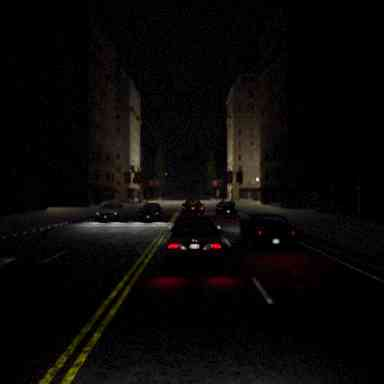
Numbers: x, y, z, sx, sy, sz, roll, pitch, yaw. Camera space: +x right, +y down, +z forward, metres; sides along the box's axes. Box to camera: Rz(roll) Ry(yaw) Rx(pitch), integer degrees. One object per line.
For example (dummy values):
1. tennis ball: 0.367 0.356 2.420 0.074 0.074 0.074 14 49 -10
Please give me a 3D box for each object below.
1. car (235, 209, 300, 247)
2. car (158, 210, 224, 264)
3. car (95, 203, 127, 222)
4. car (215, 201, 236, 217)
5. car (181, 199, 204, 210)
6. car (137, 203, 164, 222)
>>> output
1. car: 3.340 1.658 15.367 1.895 1.301 4.718 0 0 0
2. car: 0.083 1.593 11.923 2.033 1.411 5.357 0 0 0
3. car: -6.604 1.630 27.667 1.812 1.442 4.674 0 0 0
4. car: 3.341 1.650 32.957 1.812 1.442 4.674 0 0 0
5. car: 0.088 1.472 31.650 2.097 1.767 4.553 0 0 0
6. car: -3.354 1.630 27.635 1.812 1.442 4.674 0 0 0
